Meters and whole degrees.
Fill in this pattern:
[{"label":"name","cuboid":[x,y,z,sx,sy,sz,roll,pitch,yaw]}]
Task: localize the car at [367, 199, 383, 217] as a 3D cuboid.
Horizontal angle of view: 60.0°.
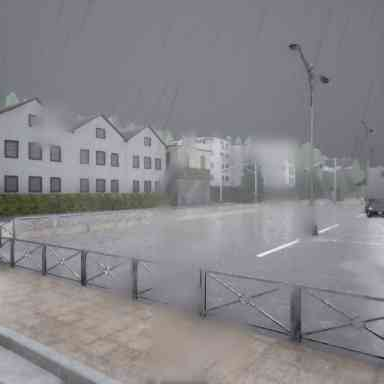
[{"label":"car","cuboid":[15.412,1.298,26.820,2.007,1.523,4.514,0,0,35]}]
